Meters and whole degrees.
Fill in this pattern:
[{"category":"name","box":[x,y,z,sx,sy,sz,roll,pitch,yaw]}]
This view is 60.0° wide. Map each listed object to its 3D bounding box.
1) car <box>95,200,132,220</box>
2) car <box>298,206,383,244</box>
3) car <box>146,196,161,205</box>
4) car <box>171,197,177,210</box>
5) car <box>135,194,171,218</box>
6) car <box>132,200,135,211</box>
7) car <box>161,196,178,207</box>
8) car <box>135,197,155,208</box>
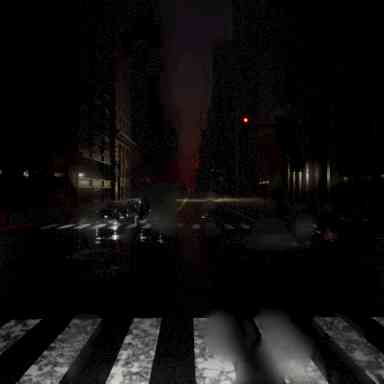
[{"category":"car","box":[-6.632,1.584,27.936,1.895,1.301,4.718,0,0,1]},{"category":"car","box":[7.229,1.384,14.679,4.892,1.490,1.837,0,0,0]},{"category":"car","box":[-6.588,1.494,57.178,2.033,1.411,5.357,0,0,0]},{"category":"car","box":[-3.367,1.463,40.077,2.128,1.511,4.902,0,0,0]},{"category":"car","box":[-3.364,1.203,29.983,2.150,2.045,5.566,0,0,0]},{"category":"car","box":[-6.618,1.575,37.052,1.895,1.301,4.718,0,0,0]},{"category":"car","box":[-3.358,1.450,50.499,2.128,1.511,4.902,0,0,0]},{"category":"car","box":[-6.616,1.455,47.264,2.128,1.511,4.902,0,0,0]}]
